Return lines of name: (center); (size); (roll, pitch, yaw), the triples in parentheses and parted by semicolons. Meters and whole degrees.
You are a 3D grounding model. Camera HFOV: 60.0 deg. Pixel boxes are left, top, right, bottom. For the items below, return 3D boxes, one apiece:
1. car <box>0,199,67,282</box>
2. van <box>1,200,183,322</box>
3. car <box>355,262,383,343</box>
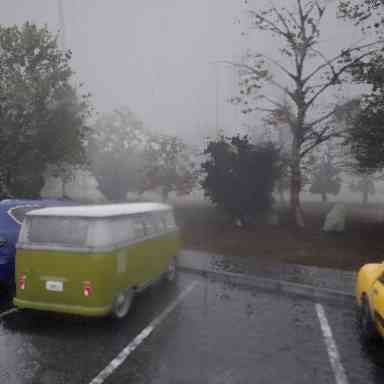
car: (-4.009, 1.206, 8.974); (2.435, 2.045, 5.566); (0, -1, 15)
van: (-1.582, 1.244, 7.338); (1.878, 1.987, 4.442); (0, -1, 16)
car: (3.178, 1.482, 3.607); (1.946, 1.575, 5.366); (1, -1, 15)
